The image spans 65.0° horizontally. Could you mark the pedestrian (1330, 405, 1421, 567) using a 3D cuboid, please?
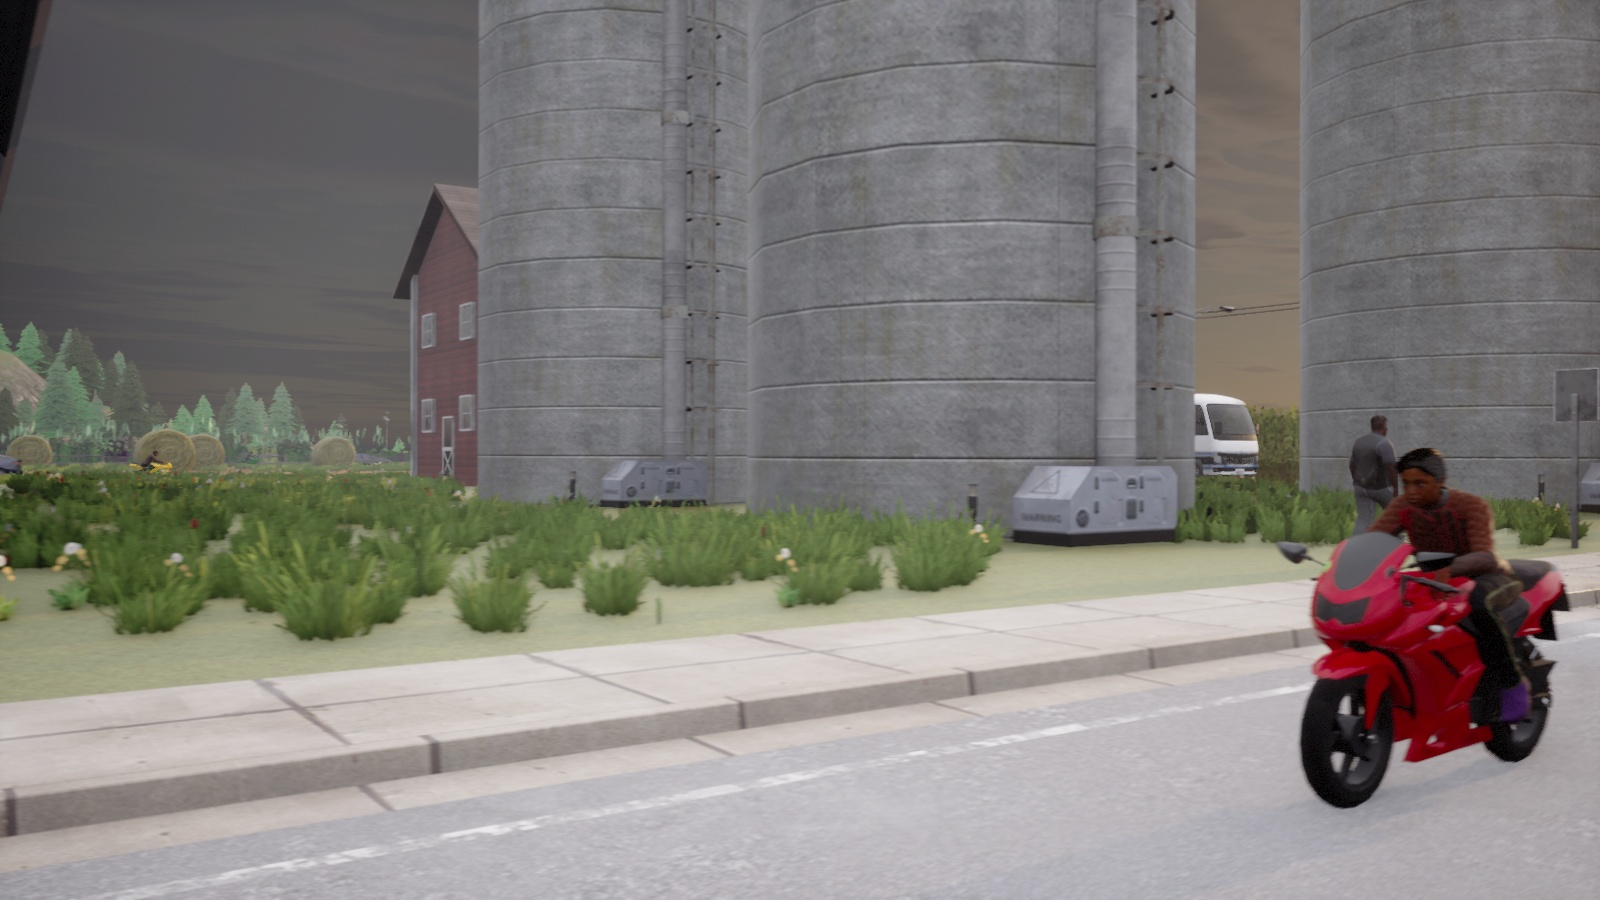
[{"bbox_3d":[6.902,0.418,15.069,0.849,1.883,0.563,0,0,-25],"label":"pedestrian"}]

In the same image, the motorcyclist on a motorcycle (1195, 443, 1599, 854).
[{"bbox_3d":[2.736,0.735,5.563,2.044,1.523,0.797,0,0,-35],"label":"motorcyclist on a motorcycle"}]

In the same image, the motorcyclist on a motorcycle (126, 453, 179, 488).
[{"bbox_3d":[-28.850,0.898,55.967,2.044,1.523,0.797,0,0,-35],"label":"motorcyclist on a motorcycle"}]

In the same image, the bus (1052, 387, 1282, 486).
[{"bbox_3d":[17.081,-0.522,59.450,3.944,4.253,10.273,0,-1,-34],"label":"bus"}]

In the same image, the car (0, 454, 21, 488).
[{"bbox_3d":[-36.821,0.924,54.680,4.792,1.488,2.163,0,-1,-35],"label":"car"}]
